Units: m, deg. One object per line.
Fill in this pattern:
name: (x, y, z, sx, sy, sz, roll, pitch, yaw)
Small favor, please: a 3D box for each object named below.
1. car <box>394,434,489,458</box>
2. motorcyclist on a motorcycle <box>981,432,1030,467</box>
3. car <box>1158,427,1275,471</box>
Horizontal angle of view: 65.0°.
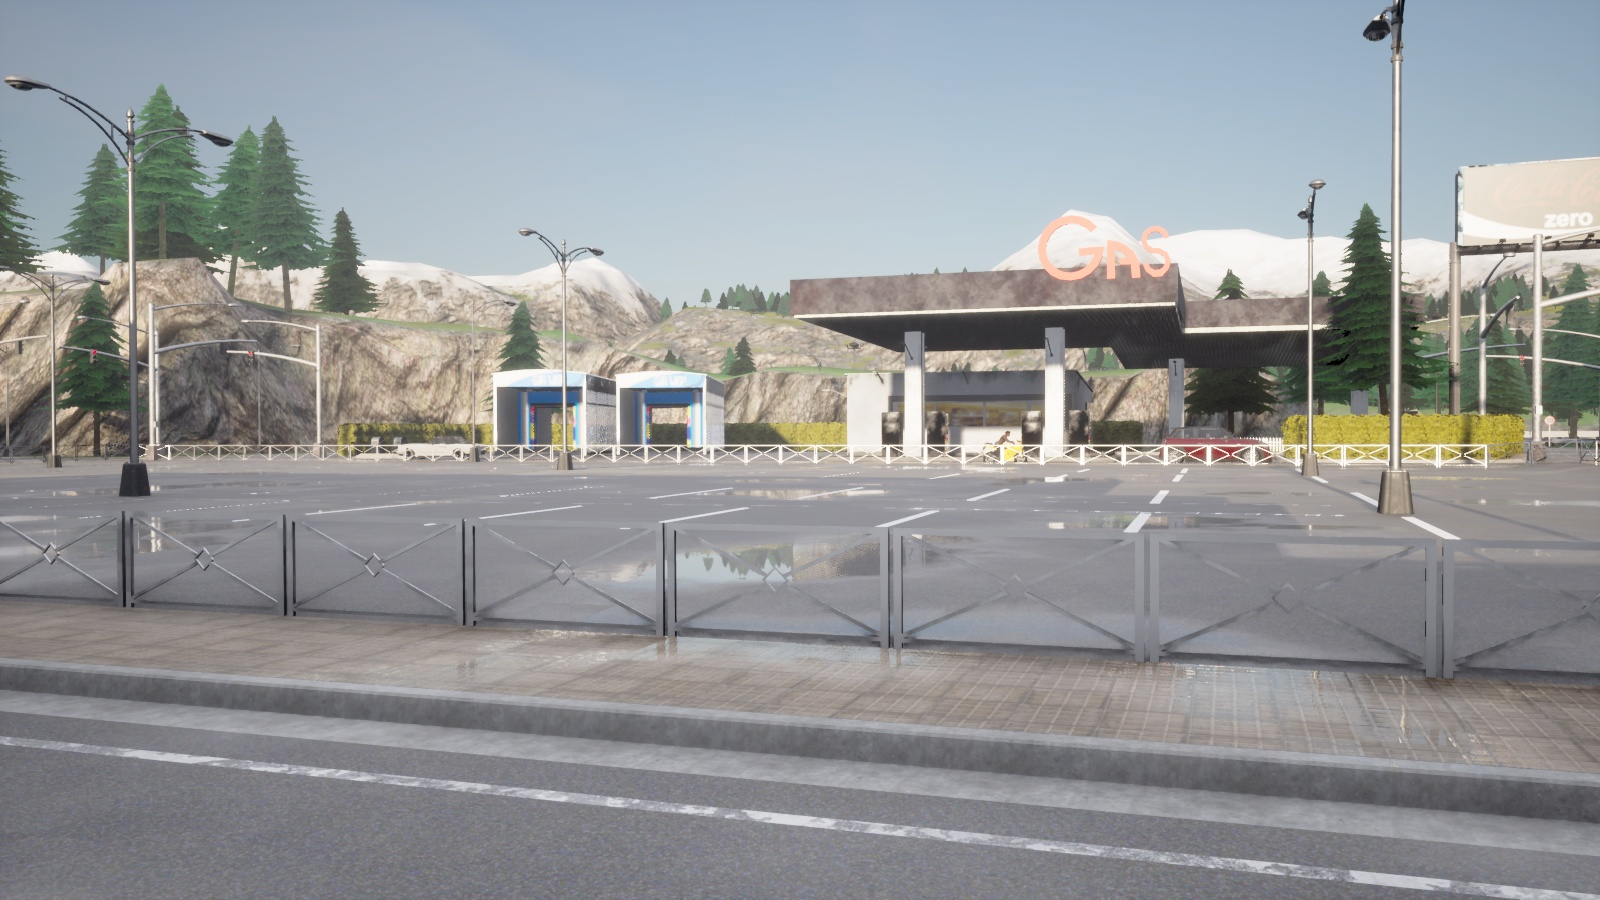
car: (-19.868, -0.249, 69.730, 4.718, 1.301, 1.895, 0, 1, 8)
motorcyclist on a motorcycle: (9.109, -0.035, 55.754, 2.044, 1.523, 0.797, 1, 1, 19)
car: (17.513, -0.081, 52.873, 4.553, 1.767, 2.097, 1, 1, 19)
